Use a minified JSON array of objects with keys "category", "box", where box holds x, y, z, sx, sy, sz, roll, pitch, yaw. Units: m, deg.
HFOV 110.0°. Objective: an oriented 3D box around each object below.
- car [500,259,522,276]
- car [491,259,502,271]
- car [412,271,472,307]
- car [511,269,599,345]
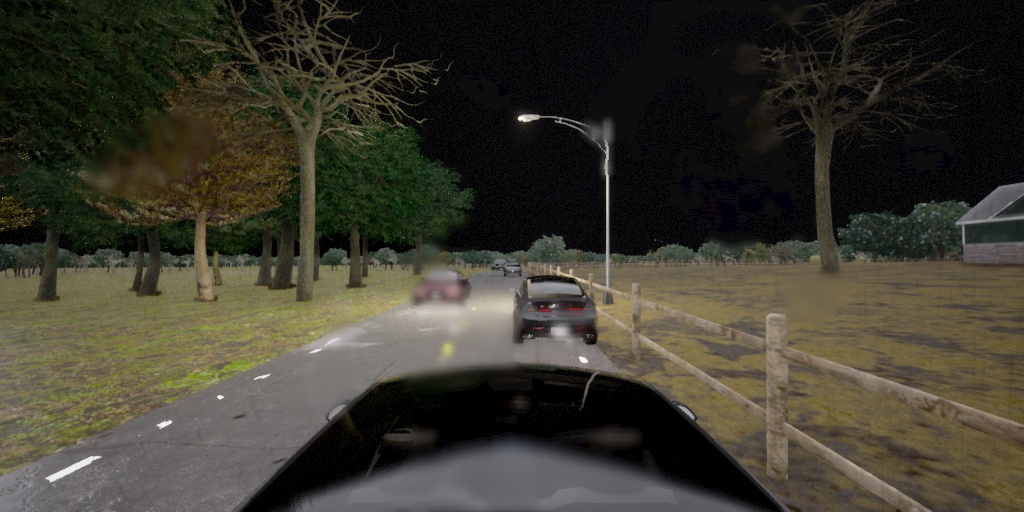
[{"category":"car","box":[0.087,1.375,38.608,2.128,1.511,4.902,0,-1,0]},{"category":"car","box":[-1.970,1.492,59.727,2.150,2.045,5.566,0,-2,10]},{"category":"car","box":[-2.845,1.330,15.421,1.994,1.385,4.181,0,0,0]},{"category":"car","box":[0.964,1.263,9.539,1.837,1.490,4.892,0,0,0]}]
